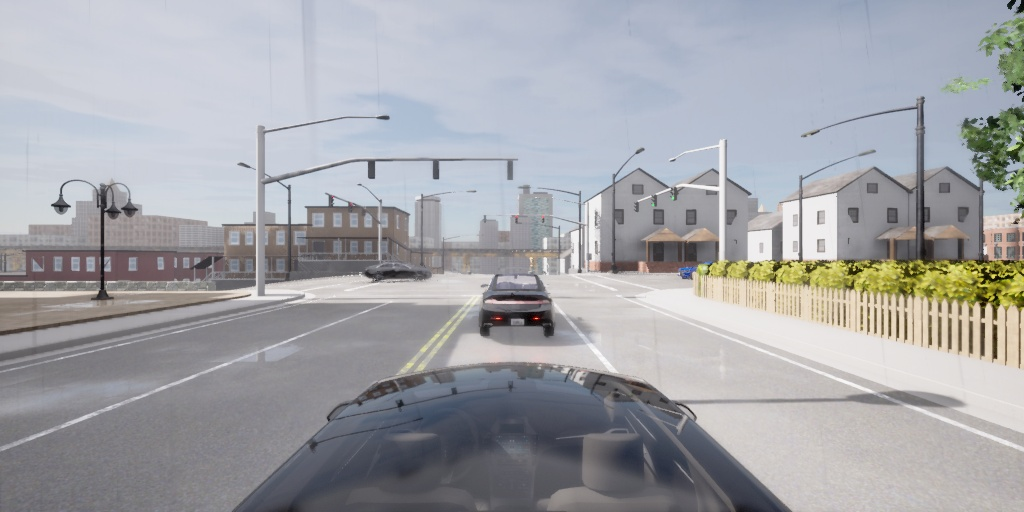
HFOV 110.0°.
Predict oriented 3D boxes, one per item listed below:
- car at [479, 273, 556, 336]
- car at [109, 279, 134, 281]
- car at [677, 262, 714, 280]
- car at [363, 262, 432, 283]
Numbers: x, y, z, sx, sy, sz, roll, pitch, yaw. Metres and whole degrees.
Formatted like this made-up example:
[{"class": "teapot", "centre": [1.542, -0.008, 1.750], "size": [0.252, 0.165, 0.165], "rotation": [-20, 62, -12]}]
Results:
[{"class": "car", "centre": [0.114, 1.242, 10.332], "size": [2.128, 1.511, 4.902], "rotation": [0, 0, 0]}, {"class": "car", "centre": [-28.803, 2.736, 26.096], "size": [5.566, 2.045, 2.150], "rotation": [-11, 0, -1]}, {"class": "car", "centre": [16.655, 1.228, 30.377], "size": [5.008, 1.535, 1.882], "rotation": [0, 0, -1]}, {"class": "car", "centre": [-8.611, 1.187, 27.173], "size": [4.902, 1.511, 2.128], "rotation": [0, 1, -13]}]
